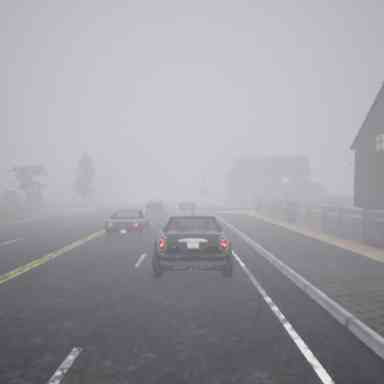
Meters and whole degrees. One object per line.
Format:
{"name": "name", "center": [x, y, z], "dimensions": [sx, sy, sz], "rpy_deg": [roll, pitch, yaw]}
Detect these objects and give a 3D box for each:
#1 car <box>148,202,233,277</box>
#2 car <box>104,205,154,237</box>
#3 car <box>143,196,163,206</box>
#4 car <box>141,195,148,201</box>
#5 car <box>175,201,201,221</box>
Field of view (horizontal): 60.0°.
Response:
{"name": "car", "center": [0.004, 1.360, 10.482], "dimensions": [2.097, 1.767, 4.553], "rpy_deg": [0, 0, -1]}
{"name": "car", "center": [-3.365, 1.617, 18.306], "dimensions": [1.895, 1.301, 4.718], "rpy_deg": [0, 0, -1]}
{"name": "car", "center": [-3.906, 1.502, 36.270], "dimensions": [1.882, 1.535, 5.008], "rpy_deg": [0, 0, -2]}
{"name": "car", "center": [-12.440, 1.495, 88.508], "dimensions": [1.882, 1.535, 5.008], "rpy_deg": [0, 0, -2]}
{"name": "car", "center": [-0.393, 1.565, 28.770], "dimensions": [2.033, 1.411, 5.357], "rpy_deg": [0, 0, -2]}
